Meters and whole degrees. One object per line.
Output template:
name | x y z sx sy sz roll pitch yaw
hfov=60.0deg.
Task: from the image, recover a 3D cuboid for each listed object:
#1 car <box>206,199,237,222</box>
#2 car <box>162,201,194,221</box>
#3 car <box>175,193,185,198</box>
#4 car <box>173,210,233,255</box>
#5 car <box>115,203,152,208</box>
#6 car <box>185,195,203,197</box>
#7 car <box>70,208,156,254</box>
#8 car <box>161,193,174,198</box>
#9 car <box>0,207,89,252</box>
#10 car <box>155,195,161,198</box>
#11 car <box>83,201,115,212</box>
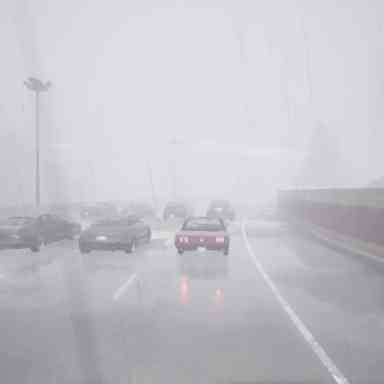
car | 2.396 1.363 26.452 2.097 1.767 4.553 0 0 11
car | -1.034 1.514 27.147 1.837 1.490 4.892 0 0 11
car | -1.861 1.480 82.353 1.994 1.385 4.181 0 0 30
car | 0.529 1.613 13.254 1.895 1.301 4.718 0 0 5
car | -4.470 1.570 27.813 1.994 1.385 4.181 0 0 11
car | 1.089 1.457 80.469 2.128 1.511 4.902 0 0 30
car | -2.959 1.569 13.537 1.994 1.385 4.181 0 0 5
car | -4.827 1.149 84.211 2.150 2.045 5.566 0 0 30
car | -6.445 1.560 13.850 2.033 1.411 5.357 0 0 5
car | -7.761 1.420 86.120 1.837 1.490 4.892 0 0 30
car | -7.907 1.530 28.479 1.812 1.442 4.674 0 0 11
